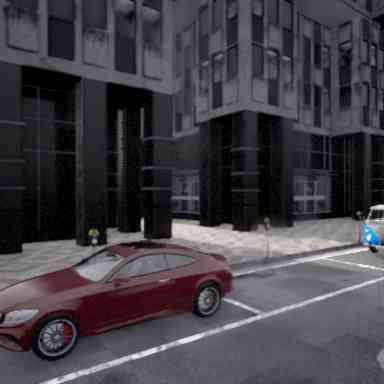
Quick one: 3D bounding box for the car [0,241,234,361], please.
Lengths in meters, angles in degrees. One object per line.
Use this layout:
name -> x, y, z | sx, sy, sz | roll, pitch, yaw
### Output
car -> -1.109, 1.581, 5.860 | 4.206, 1.307, 1.802 | 0, 0, -36

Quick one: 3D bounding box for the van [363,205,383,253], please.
van -> 8.011, 1.336, 12.370 | 3.998, 1.788, 1.690 | 0, 0, -36
